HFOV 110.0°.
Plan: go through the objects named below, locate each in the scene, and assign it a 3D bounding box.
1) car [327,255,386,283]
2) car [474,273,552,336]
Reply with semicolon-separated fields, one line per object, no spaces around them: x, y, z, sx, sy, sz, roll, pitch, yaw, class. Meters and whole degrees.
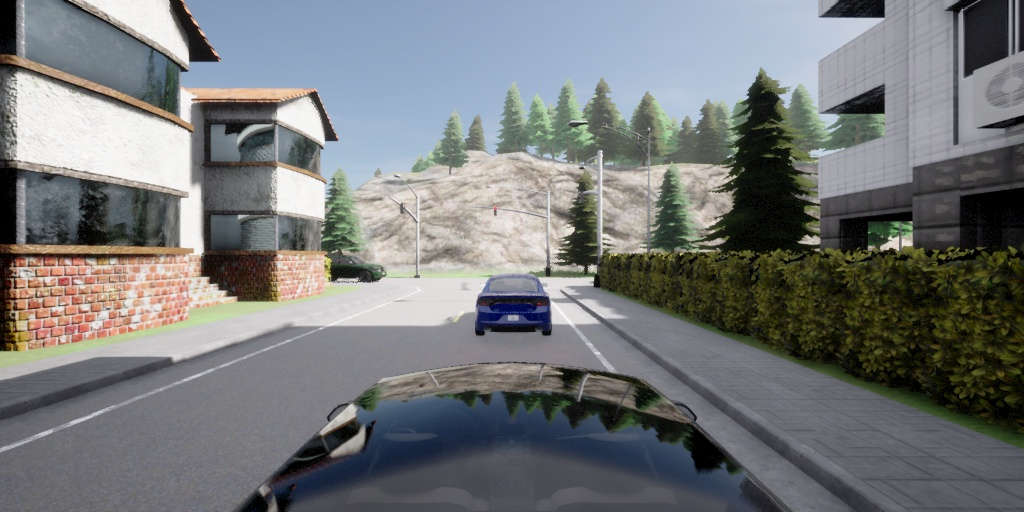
-12.457;0.971;27.042;5.566;2.045;2.150;0;0;1;car
0.047;1.228;10.459;1.882;1.535;5.008;0;0;0;car
